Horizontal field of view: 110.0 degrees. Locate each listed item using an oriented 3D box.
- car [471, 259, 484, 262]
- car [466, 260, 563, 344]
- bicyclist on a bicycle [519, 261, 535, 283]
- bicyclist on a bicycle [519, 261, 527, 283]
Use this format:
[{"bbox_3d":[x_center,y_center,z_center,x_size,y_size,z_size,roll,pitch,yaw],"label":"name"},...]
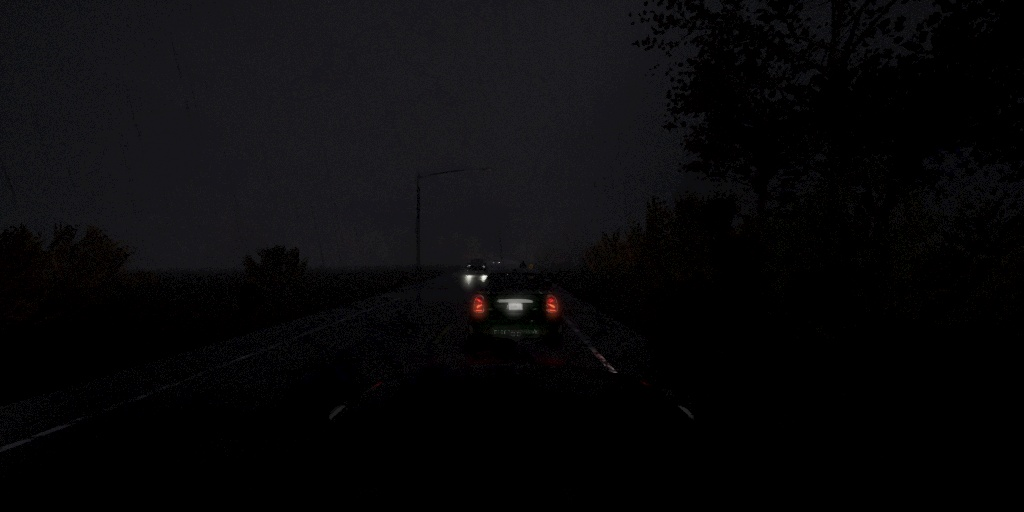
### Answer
[{"bbox_3d":[-3.832,1.090,39.897,2.097,1.767,4.553,0,0,-1],"label":"car"},{"bbox_3d":[0.073,1.099,9.751,2.097,1.767,4.553,0,0,0],"label":"car"},{"bbox_3d":[0.904,1.180,17.095,0.866,1.612,1.509,0,0,0],"label":"bicyclist on a bicycle"},{"bbox_3d":[0.842,1.193,27.212,0.582,1.620,1.656,0,0,0],"label":"bicyclist on a bicycle"}]
